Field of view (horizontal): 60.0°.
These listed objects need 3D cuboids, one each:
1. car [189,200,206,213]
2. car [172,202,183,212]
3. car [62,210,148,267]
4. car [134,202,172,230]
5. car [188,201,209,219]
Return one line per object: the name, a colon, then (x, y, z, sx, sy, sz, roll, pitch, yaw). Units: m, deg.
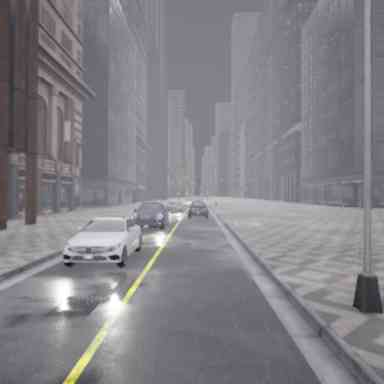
car: (0.774, 1.811, 43.384, 2.033, 1.411, 5.357, 0, 0, 1)
car: (-2.246, 1.914, 43.375, 1.895, 1.301, 4.718, 0, 0, 1)
car: (-2.910, 1.582, 11.758, 1.812, 1.442, 4.674, 0, 0, 1)
car: (-2.712, 1.472, 22.101, 2.097, 1.767, 4.553, 0, 0, 1)
car: (0.603, 1.688, 31.748, 2.128, 1.511, 4.902, 0, 0, 1)
